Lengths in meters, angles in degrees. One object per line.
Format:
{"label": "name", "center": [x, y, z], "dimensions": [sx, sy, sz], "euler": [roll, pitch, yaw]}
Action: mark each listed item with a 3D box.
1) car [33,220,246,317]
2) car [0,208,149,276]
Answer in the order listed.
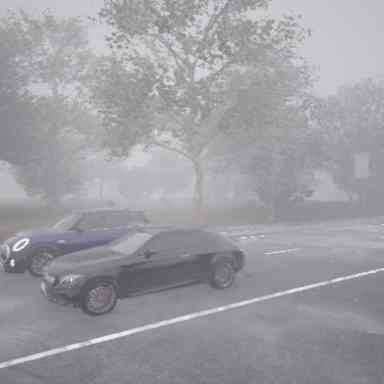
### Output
{"label": "car", "center": [-0.841, 1.500, 7.519], "dimensions": [4.674, 1.442, 1.812], "euler": [0, 0, -34]}
{"label": "car", "center": [-3.210, 1.320, 10.130], "dimensions": [4.553, 1.767, 2.097], "euler": [0, 0, -34]}
